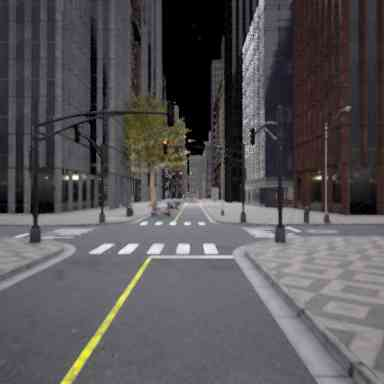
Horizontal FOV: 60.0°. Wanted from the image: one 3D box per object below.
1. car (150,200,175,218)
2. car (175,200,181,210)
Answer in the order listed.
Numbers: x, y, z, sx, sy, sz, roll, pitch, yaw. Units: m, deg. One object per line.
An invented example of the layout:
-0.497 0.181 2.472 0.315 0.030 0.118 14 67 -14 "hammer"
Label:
-3.092 1.829 34.093 1.812 1.442 4.674 0 -1 0 "car"
-3.075 2.008 49.873 1.994 1.385 4.181 0 -1 0 "car"
